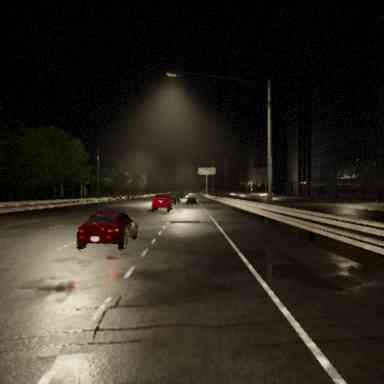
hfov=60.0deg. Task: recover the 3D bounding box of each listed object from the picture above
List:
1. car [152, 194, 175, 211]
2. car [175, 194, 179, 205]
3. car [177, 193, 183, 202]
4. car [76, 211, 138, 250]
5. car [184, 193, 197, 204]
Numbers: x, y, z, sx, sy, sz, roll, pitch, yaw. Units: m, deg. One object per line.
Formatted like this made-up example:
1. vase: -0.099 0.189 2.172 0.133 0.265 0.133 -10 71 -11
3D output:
1. car: -3.570 1.247 40.351 2.150 2.045 5.566 0 0 0
2. car: -3.654 1.552 58.315 1.837 1.490 4.892 0 0 0
3. car: -3.771 1.611 76.338 1.994 1.385 4.181 0 0 0
4. car: -3.507 1.530 14.305 1.812 1.442 4.674 0 0 0
5. car: -0.083 1.526 63.345 1.882 1.535 5.008 0 0 0
